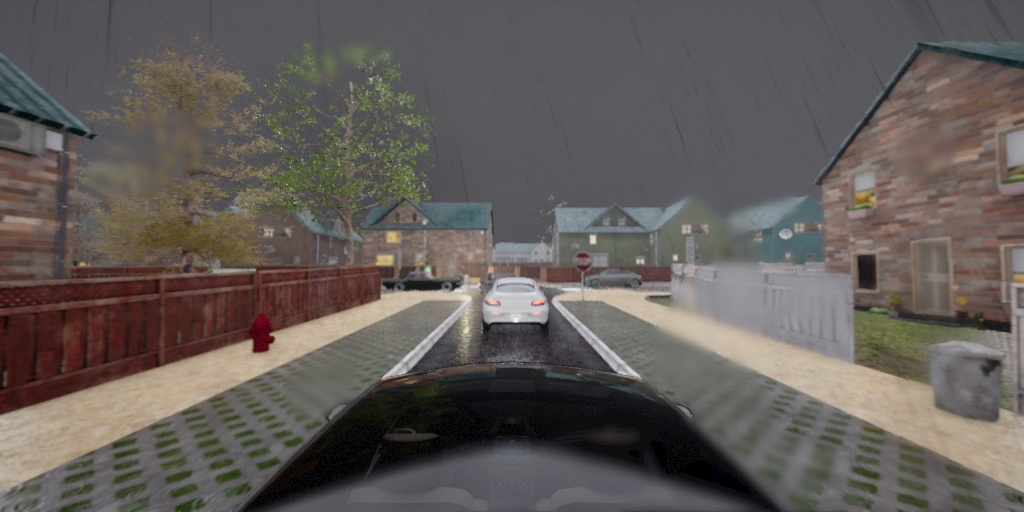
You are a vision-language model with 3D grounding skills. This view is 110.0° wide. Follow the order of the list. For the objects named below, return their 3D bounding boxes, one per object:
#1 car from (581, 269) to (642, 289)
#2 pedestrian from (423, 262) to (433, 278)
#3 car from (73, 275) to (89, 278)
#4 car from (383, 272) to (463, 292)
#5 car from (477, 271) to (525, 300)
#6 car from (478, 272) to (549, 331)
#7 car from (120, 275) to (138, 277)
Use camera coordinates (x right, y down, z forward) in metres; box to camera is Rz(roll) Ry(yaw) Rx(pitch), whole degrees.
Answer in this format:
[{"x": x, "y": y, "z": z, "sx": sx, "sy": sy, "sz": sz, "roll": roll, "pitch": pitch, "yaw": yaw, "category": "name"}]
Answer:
[{"x": 6.980, "y": 1.590, "z": 25.457, "sx": 4.181, "sy": 1.385, "sz": 1.994, "roll": 0, "pitch": -2, "yaw": 0, "category": "car"}, {"x": -6.711, "y": 1.402, "z": 28.551, "sx": 0.375, "sy": 1.860, "sz": 0.375, "roll": 0, "pitch": -2, "yaw": 1, "category": "pedestrian"}, {"x": -32.662, "y": 1.970, "z": 25.963, "sx": 4.674, "sy": 1.442, "sz": 1.812, "roll": -1, "pitch": -2, "yaw": 1, "category": "car"}, {"x": -5.490, "y": 1.638, "z": 22.664, "sx": 4.718, "sy": 1.301, "sz": 1.895, "roll": -1, "pitch": -2, "yaw": 1, "category": "car"}, {"x": -0.763, "y": 1.562, "z": 20.282, "sx": 1.895, "sy": 1.301, "sz": 4.718, "roll": 0, "pitch": -1, "yaw": -12, "category": "car"}, {"x": 0.102, "y": 1.381, "z": 11.317, "sx": 1.812, "sy": 1.442, "sz": 4.674, "roll": 0, "pitch": -1, "yaw": 0, "category": "car"}, {"x": -23.620, "y": 1.798, "z": 22.899, "sx": 4.181, "sy": 1.385, "sz": 1.994, "roll": -1, "pitch": -2, "yaw": 1, "category": "car"}]
